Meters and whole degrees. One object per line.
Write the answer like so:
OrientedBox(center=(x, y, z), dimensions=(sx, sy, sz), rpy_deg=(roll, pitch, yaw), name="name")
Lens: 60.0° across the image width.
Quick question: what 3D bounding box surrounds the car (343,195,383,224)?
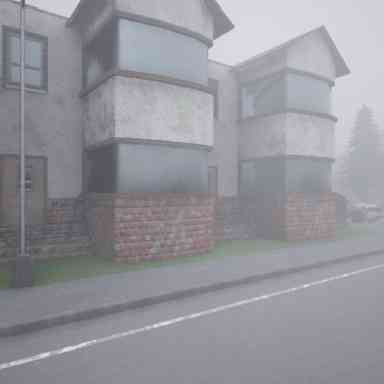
OrientedBox(center=(11.459, 1.214, 25.325), dimensions=(2.150, 2.045, 5.566), rpy_deg=(0, 0, -35), name="car")
